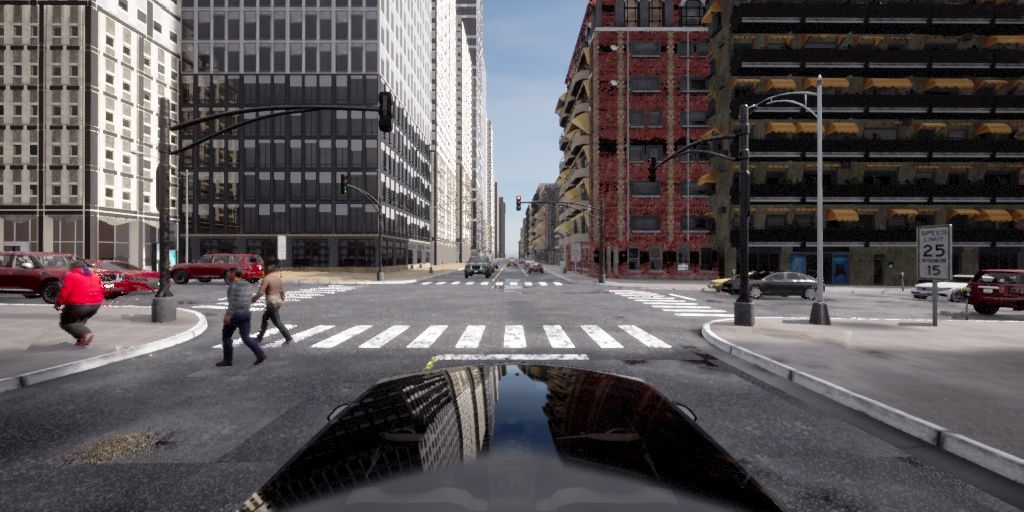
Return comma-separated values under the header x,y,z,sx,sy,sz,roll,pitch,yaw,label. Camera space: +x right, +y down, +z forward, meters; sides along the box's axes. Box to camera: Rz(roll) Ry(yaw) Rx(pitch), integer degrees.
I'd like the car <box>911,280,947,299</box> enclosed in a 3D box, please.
x,y,z,sx,sy,sz,roll,pitch,yaw,label
24.697,1.760,19.523,4.674,1.442,1.812,1,0,-1,car

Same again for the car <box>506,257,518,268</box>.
x,y,z,sx,sy,sz,roll,pitch,yaw,label
0.013,1.298,63.911,1.812,1.442,4.674,0,0,0,car

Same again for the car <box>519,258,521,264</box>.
x,y,z,sx,sy,sz,roll,pitch,yaw,label
2.703,1.320,60.293,2.007,1.370,4.403,0,0,0,car

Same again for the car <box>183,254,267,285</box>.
x,y,z,sx,sy,sz,roll,pitch,yaw,label
-17.706,0.776,21.753,5.009,1.841,2.192,0,0,0,car

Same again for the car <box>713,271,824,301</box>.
x,y,z,sx,sy,sz,roll,pitch,yaw,label
14.038,1.547,19.438,4.892,1.490,1.837,1,0,0,car

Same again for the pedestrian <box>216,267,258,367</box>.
x,y,z,sx,sy,sz,roll,pitch,yaw,label
-4.956,1.044,6.466,0.375,1.860,0.375,0,0,0,pedestrian

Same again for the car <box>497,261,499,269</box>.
x,y,z,sx,sy,sz,roll,pitch,yaw,label
-3.075,1.245,55.829,1.882,1.535,5.008,0,0,0,car

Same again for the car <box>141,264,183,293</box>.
x,y,z,sx,sy,sz,roll,pitch,yaw,label
-18.158,0.916,15.960,5.008,1.535,1.882,1,0,0,car

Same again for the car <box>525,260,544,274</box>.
x,y,z,sx,sy,sz,roll,pitch,yaw,label
2.749,1.341,41.728,1.802,1.307,4.207,0,0,0,car

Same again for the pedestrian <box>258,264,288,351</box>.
x,y,z,sx,sy,sz,roll,pitch,yaw,label
-5.275,1.044,7.867,0.375,1.860,0.375,0,0,0,pedestrian

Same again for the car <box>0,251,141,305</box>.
x,y,z,sx,sy,sz,roll,pitch,yaw,label
-17.573,0.757,13.373,5.009,1.841,2.192,0,0,0,car

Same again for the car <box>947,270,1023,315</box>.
x,y,z,sx,sy,sz,roll,pitch,yaw,label
20.601,1.461,13.731,5.009,1.841,2.192,0,0,0,car

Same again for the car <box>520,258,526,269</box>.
x,y,z,sx,sy,sz,roll,pitch,yaw,label
2.701,1.317,54.645,2.007,1.370,4.403,0,0,0,car

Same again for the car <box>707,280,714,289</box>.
x,y,z,sx,sy,sz,roll,pitch,yaw,label
14.634,1.587,22.028,4.829,1.417,1.751,0,0,0,car

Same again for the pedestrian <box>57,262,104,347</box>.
x,y,z,sx,sy,sz,roll,pitch,yaw,label
-8.609,0.892,7.166,0.375,1.860,0.375,0,0,0,pedestrian

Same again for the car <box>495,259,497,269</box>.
x,y,z,sx,sy,sz,roll,pitch,yaw,label
-3.085,1.286,43.704,1.812,1.442,4.674,0,0,0,car

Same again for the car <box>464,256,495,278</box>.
x,y,z,sx,sy,sz,roll,pitch,yaw,label
-3.093,0.977,33.630,2.150,2.045,5.566,0,0,0,car
